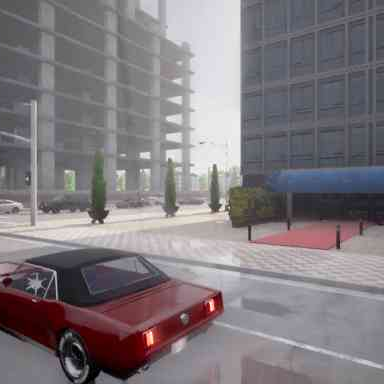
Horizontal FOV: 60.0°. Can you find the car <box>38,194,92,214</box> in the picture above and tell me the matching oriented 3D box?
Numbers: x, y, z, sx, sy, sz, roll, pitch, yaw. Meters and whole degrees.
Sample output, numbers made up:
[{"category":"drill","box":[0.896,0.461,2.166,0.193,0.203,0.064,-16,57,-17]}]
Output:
[{"category":"car","box":[-13.771,1.221,36.317,2.150,2.045,5.566,0,0,36]}]

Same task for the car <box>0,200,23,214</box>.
[{"category":"car","box":[-19.761,1.526,33.986,1.812,1.442,4.674,0,0,36]}]

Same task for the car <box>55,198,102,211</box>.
[{"category":"car","box":[-14.158,1.547,41.768,2.033,1.411,5.357,0,0,36]}]

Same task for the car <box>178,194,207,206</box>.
[{"category":"car","box":[-0.239,1.547,55.069,2.033,1.411,5.357,0,0,36]}]

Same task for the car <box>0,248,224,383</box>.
[{"category":"car","box":[-1.963,1.601,5.380,4.718,1.301,1.895,0,0,35]}]

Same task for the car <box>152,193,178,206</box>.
[{"category":"car","box":[-5.298,1.223,54.055,2.150,2.045,5.566,0,0,36]}]

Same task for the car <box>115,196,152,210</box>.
[{"category":"car","box":[-8.000,1.503,44.327,1.837,1.490,4.892,0,1,36]}]
